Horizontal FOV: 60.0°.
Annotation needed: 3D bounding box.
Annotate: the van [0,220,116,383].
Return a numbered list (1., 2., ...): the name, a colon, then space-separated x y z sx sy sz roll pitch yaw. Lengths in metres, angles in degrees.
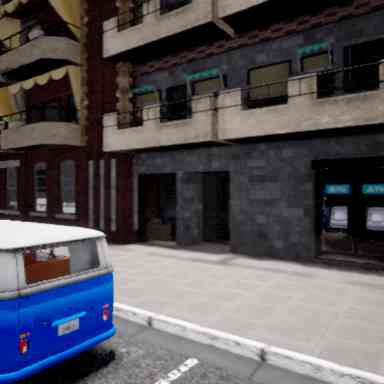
1. van: -2.950 1.337 4.945 3.998 1.788 1.690 0 0 35
